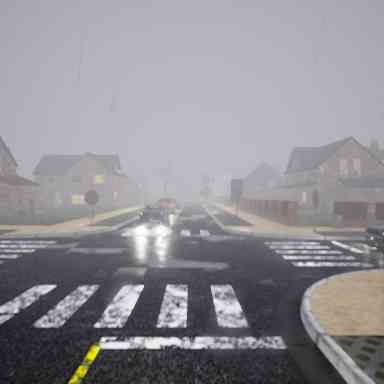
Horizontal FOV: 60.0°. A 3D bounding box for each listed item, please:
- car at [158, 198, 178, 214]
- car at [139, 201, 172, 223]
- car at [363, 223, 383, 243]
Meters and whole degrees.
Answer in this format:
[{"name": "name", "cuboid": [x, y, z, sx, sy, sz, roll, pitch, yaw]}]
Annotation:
[{"name": "car", "cuboid": [-2.892, 1.415, 35.993, 2.097, 1.767, 4.553, 0, 0, 0]}, {"name": "car", "cuboid": [-2.885, 1.630, 25.819, 1.895, 1.301, 4.718, 0, 0, 0]}, {"name": "car", "cuboid": [10.356, 1.610, 14.155, 5.357, 1.411, 2.033, 0, 0, 2]}]
